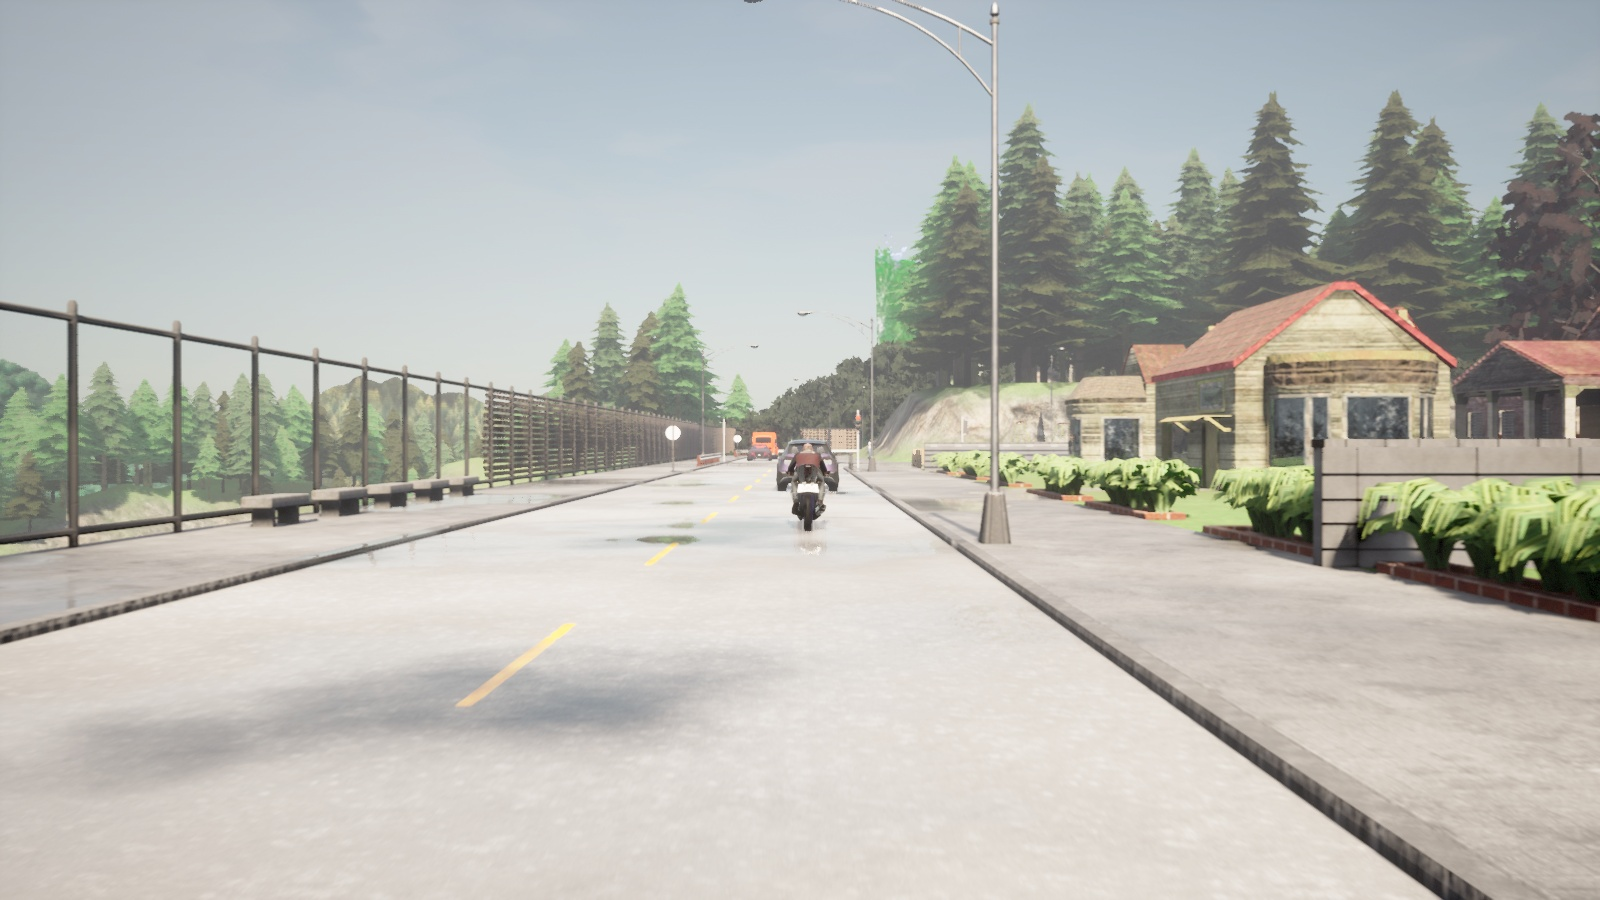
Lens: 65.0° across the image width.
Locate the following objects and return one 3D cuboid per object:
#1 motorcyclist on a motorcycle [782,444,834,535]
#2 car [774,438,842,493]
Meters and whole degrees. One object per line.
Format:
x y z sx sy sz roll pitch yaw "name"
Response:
0.142 0.656 22.215 0.866 1.530 2.191 0 0 0 "motorcyclist on a motorcycle"
0.245 0.452 40.034 2.033 1.649 4.856 0 0 0 "car"
